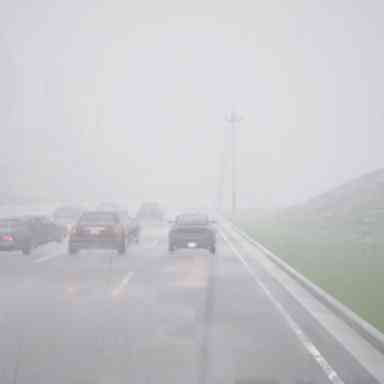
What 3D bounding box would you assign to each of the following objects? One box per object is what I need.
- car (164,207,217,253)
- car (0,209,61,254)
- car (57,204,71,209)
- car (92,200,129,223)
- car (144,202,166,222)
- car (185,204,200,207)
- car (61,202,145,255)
[{"bbox_3d":[0.008,1.643,14.304,1.837,1.490,4.892,0,0,0],"label":"car"},{"bbox_3d":[-6.995,1.680,13.996,2.033,1.411,5.357,0,-1,0],"label":"car"},{"bbox_3d":[-10.480,1.769,29.298,2.128,1.511,4.902,0,0,0],"label":"car"},{"bbox_3d":[-6.985,1.625,29.087,2.097,1.767,4.553,0,-1,0],"label":"car"},{"bbox_3d":[-3.485,1.625,29.087,2.097,1.767,4.553,0,-1,0],"label":"car"},{"bbox_3d":[0.022,1.803,29.383,1.812,1.442,4.674,0,0,1],"label":"car"},{"bbox_3d":[-3.494,1.484,14.092,2.097,1.767,4.553,0,-1,0],"label":"car"}]
